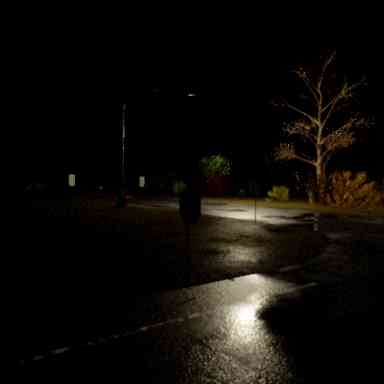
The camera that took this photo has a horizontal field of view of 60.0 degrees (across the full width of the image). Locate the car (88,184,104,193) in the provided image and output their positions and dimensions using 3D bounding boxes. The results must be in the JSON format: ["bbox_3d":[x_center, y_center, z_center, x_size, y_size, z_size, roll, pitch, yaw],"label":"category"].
[{"bbox_3d":[-17.192,-0.715,60.038,2.097,1.767,4.553,0,2,-35],"label":"car"}]

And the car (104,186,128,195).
[{"bbox_3d":[-11.654,-0.234,52.250,1.812,1.442,4.674,0,2,-35],"label":"car"}]
